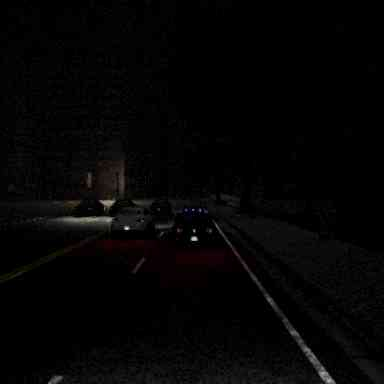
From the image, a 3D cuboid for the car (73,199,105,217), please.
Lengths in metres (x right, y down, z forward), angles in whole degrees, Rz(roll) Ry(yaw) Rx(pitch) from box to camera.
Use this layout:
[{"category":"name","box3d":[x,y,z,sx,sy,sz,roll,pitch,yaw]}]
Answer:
[{"category":"car","box3d":[-9.846,1.500,32.033,1.882,1.535,5.008,0,0,0]}]

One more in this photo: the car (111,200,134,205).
[{"category":"car","box3d":[-6.597,1.500,32.033,1.882,1.535,5.008,0,0,0]}]

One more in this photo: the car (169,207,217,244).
[{"category":"car","box3d":[0.098,1.605,15.747,1.895,1.301,4.718,0,0,0]}]

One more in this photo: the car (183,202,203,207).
[{"category":"car","box3d":[0.099,1.623,31.198,1.895,1.301,4.718,0,0,0]}]

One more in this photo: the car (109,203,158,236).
[{"category":"car","box3d":[-3.151,1.531,18.387,1.812,1.442,4.674,0,0,0]}]

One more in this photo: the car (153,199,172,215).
[{"category":"car","box3d":[-3.151,1.504,34.380,1.882,1.535,5.008,0,0,0]}]
